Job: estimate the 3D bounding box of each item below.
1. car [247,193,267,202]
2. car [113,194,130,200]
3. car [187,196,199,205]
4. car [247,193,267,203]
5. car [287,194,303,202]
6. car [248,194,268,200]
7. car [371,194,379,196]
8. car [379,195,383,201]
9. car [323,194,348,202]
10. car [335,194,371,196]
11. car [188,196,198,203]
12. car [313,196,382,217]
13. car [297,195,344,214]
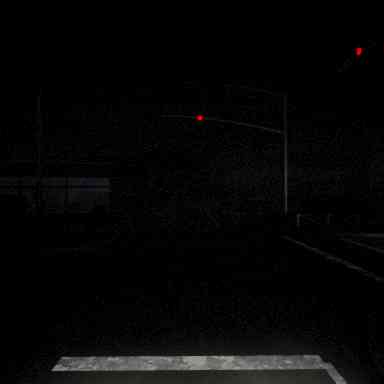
[{"bbox_3d":[13.426,1.077,68.932,3.866,1.878,1.905,0,0,0],"label":"car"},{"bbox_3d":[-19.433,1.332,91.525,4.674,1.442,1.812,0,0,0],"label":"car"},{"bbox_3d":[0.229,1.505,59.243,1.837,1.490,4.892,0,0,0],"label":"car"},{"bbox_3d":[12.827,1.361,65.605,3.806,1.475,1.970,0,0,0],"label":"car"},{"bbox_3d":[21.306,1.097,65.675,4.605,1.855,1.932,0,0,0],"label":"car"},{"bbox_3d":[18.102,1.333,91.563,4.902,1.511,2.128,0,0,0],"label":"car"},{"bbox_3d":[38.354,1.232,69.017,3.806,1.475,1.970,0,0,0],"label":"car"},{"bbox_3d":[38.701,1.153,62.601,5.027,1.636,2.152,0,0,0],"label":"car"},{"bbox_3d":[31.291,1.298,72.653,4.514,1.523,2.007,0,0,0],"label":"car"},{"bbox_3d":[20.636,1.320,43.223,3.633,1.501,1.845,0,0,0],"label":"car"},{"bbox_3d":[0.249,1.547,69.629,2.033,1.411,5.357,0,0,0],"label":"car"},{"bbox_3d":[13.070,1.339,28.212,4.514,1.523,2.007,0,0,0],"label":"car"},{"bbox_3d":[13.006,1.330,31.348,5.027,1.636,2.152,0,0,0],"label":"car"}]
